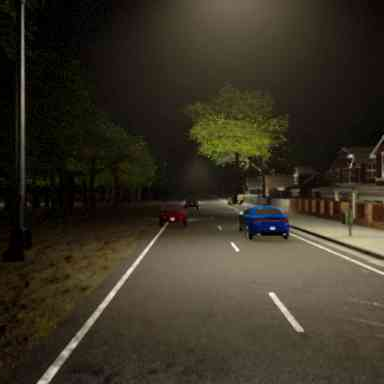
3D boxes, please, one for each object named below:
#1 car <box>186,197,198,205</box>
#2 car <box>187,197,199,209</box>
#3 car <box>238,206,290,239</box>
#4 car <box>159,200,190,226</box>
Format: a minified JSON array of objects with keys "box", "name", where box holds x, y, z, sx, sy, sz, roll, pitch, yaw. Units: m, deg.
[{"box":[-0.008,1.587,61.043,2.033,1.411,5.357,0,0,0],"name":"car"},{"box":[0.025,1.578,44.928,2.033,1.411,5.357,0,0,1],"name":"car"},{"box":[3.598,1.469,17.307,1.882,1.535,5.008,0,0,0],"name":"car"},{"box":[-1.228,1.521,23.213,1.812,1.442,4.674,0,0,0],"name":"car"}]
